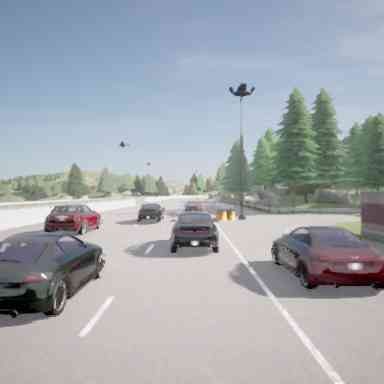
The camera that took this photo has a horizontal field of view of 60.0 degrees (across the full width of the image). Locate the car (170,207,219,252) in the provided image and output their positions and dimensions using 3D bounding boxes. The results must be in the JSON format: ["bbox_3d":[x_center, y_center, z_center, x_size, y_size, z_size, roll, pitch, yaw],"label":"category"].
[{"bbox_3d":[0.105,1.603,14.457,1.837,1.490,4.892,0,0,0],"label":"car"}]

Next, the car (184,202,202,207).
[{"bbox_3d":[0.111,1.763,35.384,1.812,1.442,4.674,0,0,0],"label":"car"}]

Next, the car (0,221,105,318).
[{"bbox_3d":[-3.398,1.616,7.635,1.994,1.385,4.181,0,0,0],"label":"car"}]

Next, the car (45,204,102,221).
[{"bbox_3d":[-6.894,1.484,19.750,2.097,1.767,4.553,0,0,0],"label":"car"}]

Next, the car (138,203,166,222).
[{"bbox_3d":[-3.391,1.695,28.102,1.837,1.490,4.892,0,0,0],"label":"car"}]

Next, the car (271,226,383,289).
[{"bbox_3d":[3.603,1.627,9.349,1.994,1.385,4.181,0,0,0],"label":"car"}]
